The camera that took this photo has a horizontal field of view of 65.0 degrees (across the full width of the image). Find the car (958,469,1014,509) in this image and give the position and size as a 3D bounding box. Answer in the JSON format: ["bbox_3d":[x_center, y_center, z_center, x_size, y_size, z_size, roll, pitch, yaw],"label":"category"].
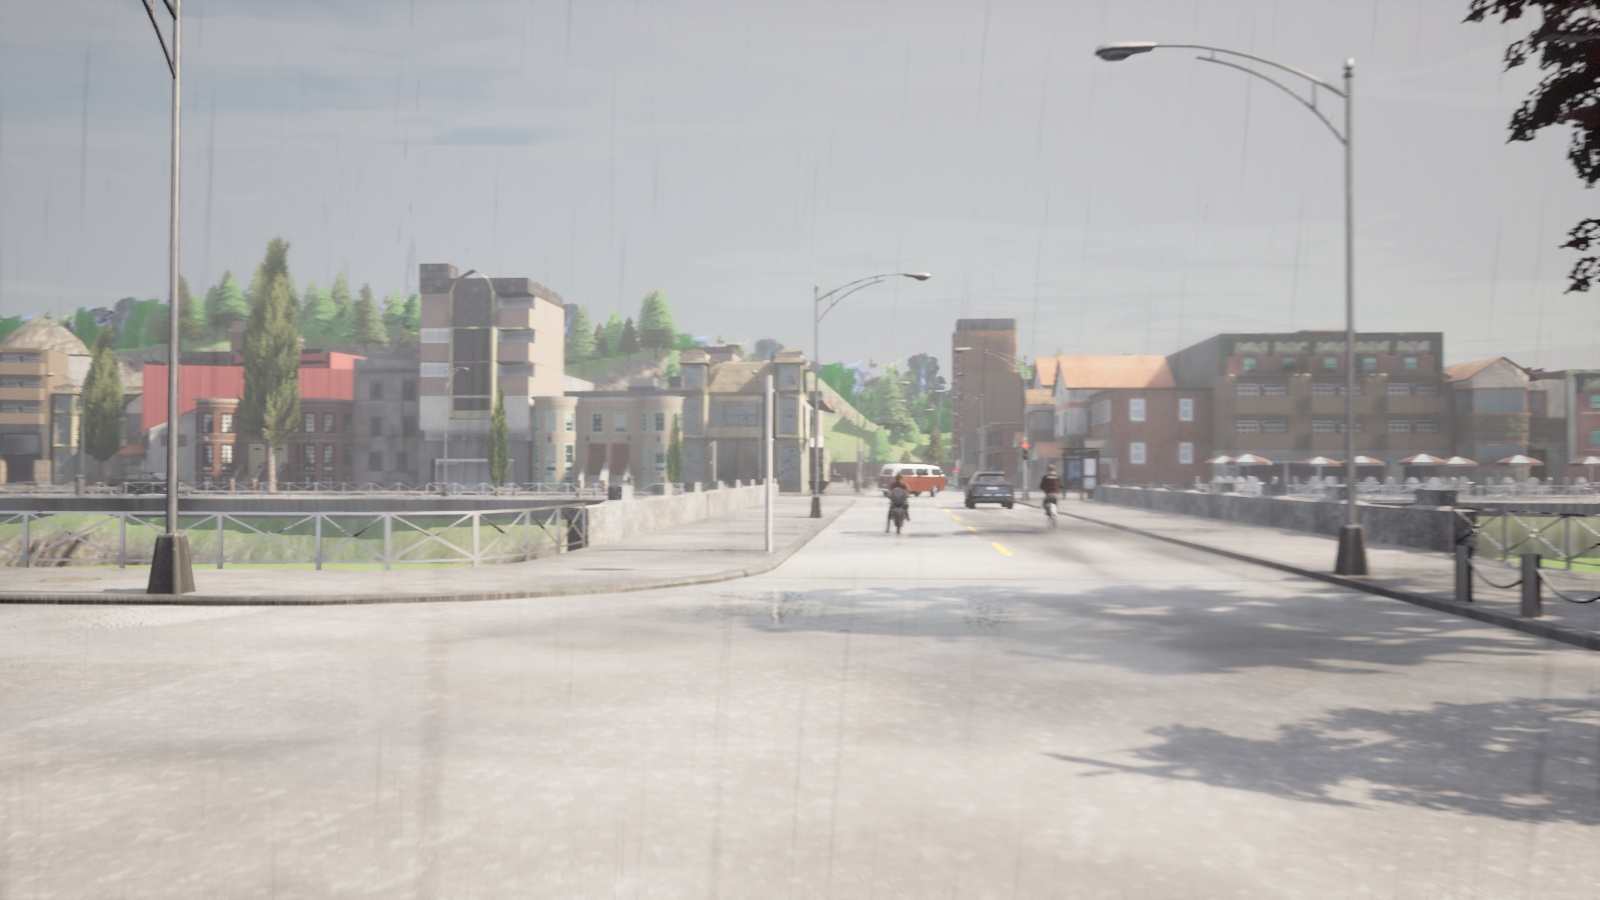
[{"bbox_3d":[8.025,1.644,54.601,2.033,1.649,4.856,0,-1,4],"label":"car"}]

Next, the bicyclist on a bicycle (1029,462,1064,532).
[{"bbox_3d":[6.500,1.222,33.210,0.659,1.776,1.843,0,-1,4],"label":"bicyclist on a bicycle"}]

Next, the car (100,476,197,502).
[{"bbox_3d":[-39.761,2.375,76.719,5.008,1.535,1.882,0,-1,4],"label":"car"}]

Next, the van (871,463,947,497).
[{"bbox_3d":[6.713,1.841,77.350,4.480,2.038,2.069,0,-1,-38],"label":"van"}]

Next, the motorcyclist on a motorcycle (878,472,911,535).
[{"bbox_3d":[2.418,1.337,31.928,0.797,1.523,2.044,0,-1,5],"label":"motorcyclist on a motorcycle"}]
